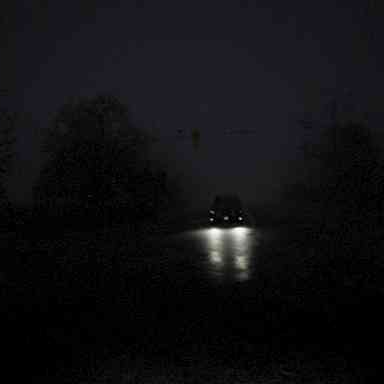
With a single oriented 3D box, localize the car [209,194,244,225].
[{"bbox_3d":[2.525,1.217,23.790,2.150,2.045,5.566,-2,2,8],"label":"car"}]
